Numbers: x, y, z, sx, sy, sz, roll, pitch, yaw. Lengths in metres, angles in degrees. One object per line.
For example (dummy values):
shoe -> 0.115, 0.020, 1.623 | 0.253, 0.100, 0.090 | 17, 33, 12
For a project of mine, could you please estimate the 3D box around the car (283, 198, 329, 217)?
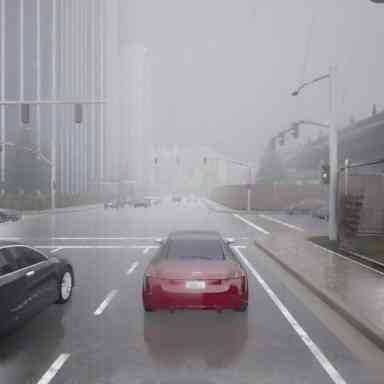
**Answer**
car -> 11.140, 1.407, 31.833 | 4.553, 1.767, 2.097 | 0, 0, 0

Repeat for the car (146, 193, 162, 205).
car -> -7.089, 1.221, 58.197 | 2.150, 2.045, 5.566 | 0, 0, 1

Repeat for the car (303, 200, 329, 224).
car -> 11.247, 1.547, 24.632 | 4.902, 1.511, 2.128 | 0, 0, 0

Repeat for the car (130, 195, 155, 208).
car -> -7.100, 1.547, 48.008 | 2.033, 1.411, 5.357 | 0, 0, 0

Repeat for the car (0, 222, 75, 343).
car -> -3.443, 1.505, 5.251 | 1.837, 1.490, 4.892 | 0, 0, 0

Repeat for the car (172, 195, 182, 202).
car -> -3.518, 1.495, 74.298 | 1.837, 1.490, 4.892 | 0, 0, 0

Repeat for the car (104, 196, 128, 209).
car -> -10.603, 1.492, 45.382 | 2.128, 1.511, 4.902 | 0, 0, 0

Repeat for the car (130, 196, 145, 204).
car -> -10.548, 1.547, 64.941 | 2.033, 1.411, 5.357 | 0, 0, 1

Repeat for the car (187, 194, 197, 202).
car -> -0.018, 1.519, 74.614 | 1.812, 1.442, 4.674 | 0, 0, 0

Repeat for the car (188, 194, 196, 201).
car -> -0.021, 1.361, 84.723 | 1.837, 1.490, 4.892 | 0, 0, 0

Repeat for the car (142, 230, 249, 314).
car -> 0.070, 1.564, 7.708 | 1.994, 1.385, 4.181 | 0, 0, 0

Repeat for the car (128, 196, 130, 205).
car -> -10.597, 1.505, 54.626 | 1.837, 1.490, 4.892 | 0, 0, 0

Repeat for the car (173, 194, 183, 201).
car -> -3.521, 1.386, 84.722 | 2.128, 1.511, 4.902 | 0, 0, 0

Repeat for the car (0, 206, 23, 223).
car -> -15.066, 1.569, 24.576 | 4.674, 1.442, 1.812 | -1, 0, 0
